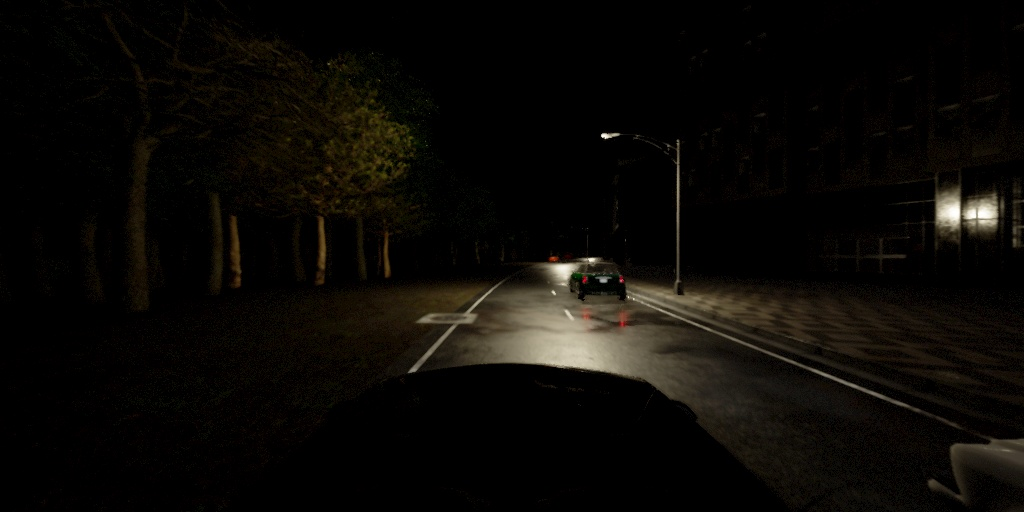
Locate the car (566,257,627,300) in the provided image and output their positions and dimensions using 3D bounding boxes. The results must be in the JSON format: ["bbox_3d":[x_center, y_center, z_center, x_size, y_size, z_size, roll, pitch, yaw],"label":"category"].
[{"bbox_3d":[4.061,1.084,17.628,2.097,1.767,4.553,0,0,3],"label":"car"}]

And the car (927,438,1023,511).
[{"bbox_3d":[3.623,1.357,0.112,1.895,1.301,4.718,0,0,0],"label":"car"}]
